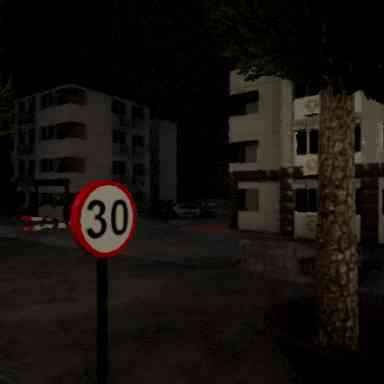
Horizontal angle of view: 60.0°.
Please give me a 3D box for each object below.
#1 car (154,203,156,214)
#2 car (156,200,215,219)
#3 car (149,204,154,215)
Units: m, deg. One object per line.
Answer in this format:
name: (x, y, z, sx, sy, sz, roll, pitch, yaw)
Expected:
car: (-0.395, 1.687, 28.786, 4.974, 1.542, 2.038, 0, 0, -25)
car: (-0.442, 1.530, 28.765, 4.536, 1.218, 1.853, 0, 0, -25)
car: (-2.474, 1.446, 30.688, 1.845, 1.501, 3.633, 0, 0, -43)
